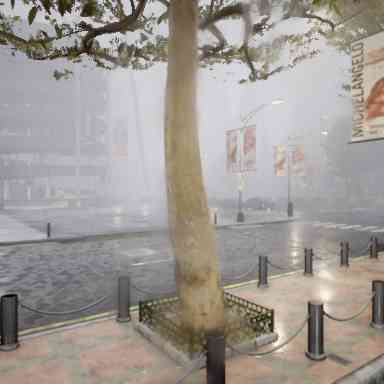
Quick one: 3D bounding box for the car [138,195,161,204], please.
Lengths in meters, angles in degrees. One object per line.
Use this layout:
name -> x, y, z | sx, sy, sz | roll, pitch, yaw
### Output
car -> -8.389, 1.492, 64.774 | 4.892, 1.490, 1.837 | 0, 0, 38

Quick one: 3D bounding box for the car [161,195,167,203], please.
car -> -3.297, 1.462, 65.011 | 5.008, 1.535, 1.882 | 0, 0, 44

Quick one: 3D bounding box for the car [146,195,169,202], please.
car -> -7.932, 1.508, 77.283 | 4.902, 1.511, 2.128 | 0, 0, 26

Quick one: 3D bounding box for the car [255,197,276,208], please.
car -> 9.825, 1.489, 48.023 | 1.837, 1.490, 4.892 | 0, 0, -36

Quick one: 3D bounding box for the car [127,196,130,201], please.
car -> -17.525, 1.426, 81.099 | 4.892, 1.490, 1.837 | 0, 0, 12

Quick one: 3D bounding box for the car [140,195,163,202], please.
car -> -8.956, 1.462, 73.872 | 5.008, 1.535, 1.882 | 0, 0, 30

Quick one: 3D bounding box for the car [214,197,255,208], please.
car -> 5.980, 1.533, 47.423 | 2.033, 1.411, 5.357 | 0, 0, -35

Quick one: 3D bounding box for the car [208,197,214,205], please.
car -> 4.178, 1.532, 55.966 | 2.033, 1.411, 5.357 | 0, 0, -36

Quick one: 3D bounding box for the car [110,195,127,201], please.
car -> -18.488, 1.415, 77.735 | 5.008, 1.535, 1.882 | 0, 0, 12
